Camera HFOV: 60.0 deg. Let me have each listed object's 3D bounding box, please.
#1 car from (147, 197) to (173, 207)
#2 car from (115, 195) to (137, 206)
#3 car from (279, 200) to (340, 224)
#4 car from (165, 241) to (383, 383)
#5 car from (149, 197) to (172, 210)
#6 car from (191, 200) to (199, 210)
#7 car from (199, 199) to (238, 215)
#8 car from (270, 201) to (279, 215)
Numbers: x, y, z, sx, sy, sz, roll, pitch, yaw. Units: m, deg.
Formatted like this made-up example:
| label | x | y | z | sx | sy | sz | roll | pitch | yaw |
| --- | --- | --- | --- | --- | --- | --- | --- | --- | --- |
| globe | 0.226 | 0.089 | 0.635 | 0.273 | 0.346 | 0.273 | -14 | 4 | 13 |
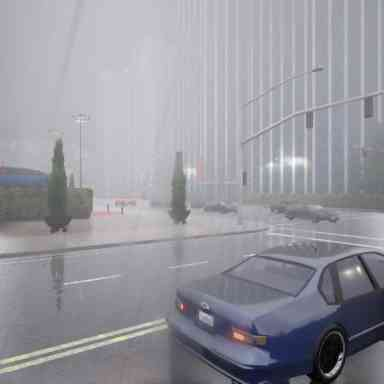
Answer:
| label | x | y | z | sx | sy | sz | roll | pitch | yaw |
| --- | --- | --- | --- | --- | --- | --- | --- | --- | --- |
| car | -5.047 | 1.526 | 51.747 | 1.812 | 1.442 | 4.674 | 0 | 0 | -36 |
| car | -10.647 | 1.352 | 53.537 | 2.097 | 1.767 | 4.553 | 0 | 0 | -35 |
| car | 8.854 | 1.525 | 24.912 | 1.812 | 1.442 | 4.674 | 0 | 0 | -20 |
| car | 2.224 | 1.547 | 5.389 | 5.357 | 1.411 | 2.033 | 0 | 0 | -35 |
| car | -3.935 | 1.507 | 44.226 | 1.837 | 1.490 | 4.892 | 0 | -1 | -36 |
| car | 1.955 | 1.548 | 42.059 | 2.033 | 1.411 | 5.357 | 0 | 0 | -36 |
| car | 3.078 | 1.526 | 34.564 | 1.812 | 1.442 | 4.674 | 0 | 0 | -36 |
| car | 9.649 | 1.505 | 31.467 | 1.837 | 1.490 | 4.892 | 0 | 0 | -36 |
